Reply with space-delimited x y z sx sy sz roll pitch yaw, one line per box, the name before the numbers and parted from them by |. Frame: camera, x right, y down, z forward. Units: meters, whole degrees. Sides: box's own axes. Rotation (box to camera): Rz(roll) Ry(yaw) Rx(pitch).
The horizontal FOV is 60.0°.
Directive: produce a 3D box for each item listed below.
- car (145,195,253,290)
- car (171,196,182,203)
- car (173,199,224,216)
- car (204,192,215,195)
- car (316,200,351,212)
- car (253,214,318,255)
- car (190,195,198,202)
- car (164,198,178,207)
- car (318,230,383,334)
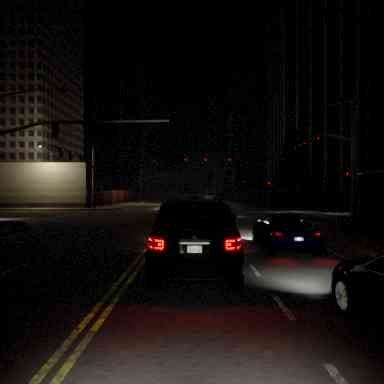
car | 0.094 1.221 9.226 2.150 2.045 5.566 0 0 1
car | -3.133 1.499 67.761 1.837 1.490 4.892 0 0 1
car | 0.527 1.522 33.779 2.033 1.411 5.357 0 0 -43
car | 3.919 1.083 73.889 2.150 2.045 5.566 0 0 0
car | 16.191 1.545 36.619 4.718 1.301 1.895 0 0 0
car | 3.644 1.564 13.267 1.994 1.385 4.181 0 0 1
car | 0.419 1.358 73.879 1.837 1.490 4.892 0 0 0
car | -3.297 1.601 52.310 1.895 1.301 4.718 0 0 0
car | 3.622 1.505 4.590 1.837 1.490 4.892 0 0 0
